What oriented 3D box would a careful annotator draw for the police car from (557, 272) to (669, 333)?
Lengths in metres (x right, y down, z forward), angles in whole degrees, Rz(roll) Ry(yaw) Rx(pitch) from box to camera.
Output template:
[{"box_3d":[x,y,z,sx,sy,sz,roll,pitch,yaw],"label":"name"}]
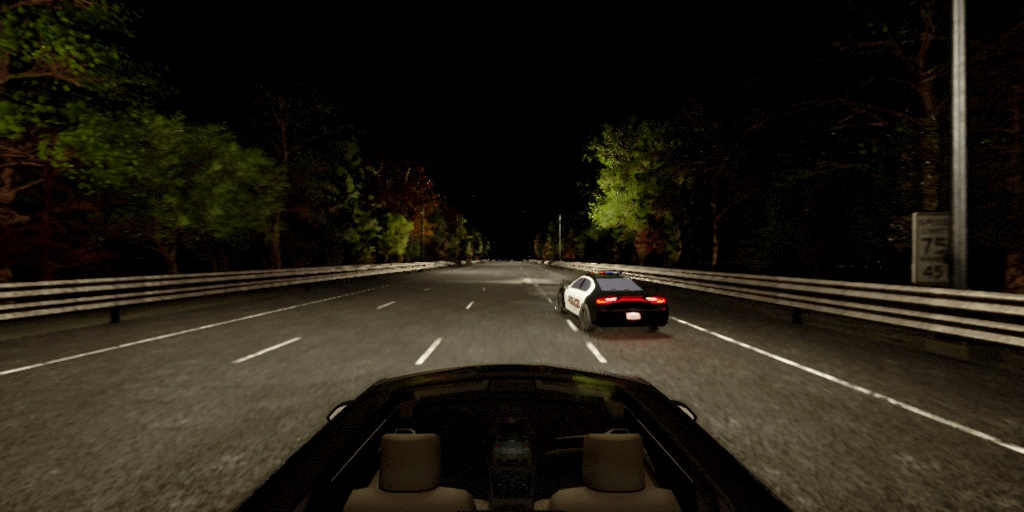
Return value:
[{"box_3d":[2.725,1.270,11.080,2.038,1.542,4.974,0,0,-5],"label":"police car"}]
